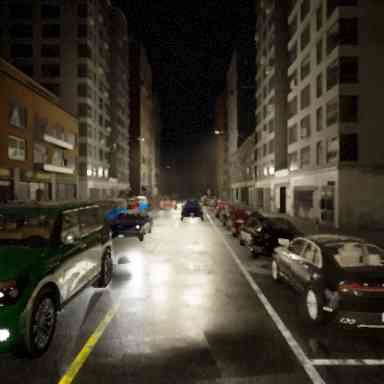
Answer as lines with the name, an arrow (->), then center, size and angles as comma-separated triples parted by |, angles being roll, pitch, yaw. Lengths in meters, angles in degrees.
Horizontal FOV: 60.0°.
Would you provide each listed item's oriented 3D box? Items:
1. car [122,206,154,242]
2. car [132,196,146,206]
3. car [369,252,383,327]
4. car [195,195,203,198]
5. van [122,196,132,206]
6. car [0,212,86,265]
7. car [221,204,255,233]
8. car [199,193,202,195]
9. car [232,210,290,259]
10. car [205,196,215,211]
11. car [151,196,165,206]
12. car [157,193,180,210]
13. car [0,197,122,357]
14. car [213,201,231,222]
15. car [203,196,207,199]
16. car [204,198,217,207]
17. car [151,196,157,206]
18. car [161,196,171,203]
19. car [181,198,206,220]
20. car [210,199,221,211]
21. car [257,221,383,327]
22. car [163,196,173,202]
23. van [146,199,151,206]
car -> -3.080, 1.608, 16.696 | 1.895, 1.301, 4.718 | 0, 0, 0
car -> -5.670, 1.324, 29.040 | 2.192, 1.841, 5.009 | 0, 0, 0
car -> 2.855, 1.441, 1.409 | 1.967, 1.590, 4.097 | 0, 0, 0
car -> 0.076, 1.499, 44.771 | 2.128, 1.511, 4.902 | 0, 0, 0
van -> -5.671, 1.350, 23.514 | 1.690, 1.788, 3.998 | 0, 0, 0
car -> -5.670, 1.557, 12.463 | 2.008, 1.369, 4.403 | 0, 0, 0
car -> 2.855, 1.552, 17.988 | 1.887, 1.381, 4.507 | 0, 0, 0
car -> 2.855, 1.527, 73.416 | 1.752, 1.417, 4.829 | 0, 0, 0
car -> 2.855, 1.572, 12.462 | 1.947, 1.339, 4.313 | 0, 0, 0
car -> 2.855, 1.558, 40.092 | 2.008, 1.369, 4.403 | 0, 0, 0
car -> -5.670, 1.443, 56.669 | 1.967, 1.590, 4.097 | 0, 0, 0
car -> -3.008, 1.357, 43.341 | 2.097, 1.767, 4.553 | 0, 0, 0
car -> -3.087, 1.225, 6.397 | 2.150, 2.045, 5.566 | 0, 0, 1
car -> 2.856, 1.559, 23.513 | 2.008, 1.369, 4.403 | 0, 0, 0
car -> 2.856, 1.557, 45.617 | 2.008, 1.369, 4.403 | 0, 0, 0
car -> 2.856, 1.586, 51.143 | 1.802, 1.307, 4.206 | 0, 0, 0
car -> -5.670, 1.530, 50.974 | 1.752, 1.417, 4.829 | 0, 0, 0
car -> -5.670, 1.527, 73.077 | 1.752, 1.417, 4.829 | 0, 0, 0
car -> 0.020, 1.534, 27.719 | 1.812, 1.442, 4.674 | 0, 0, 1
car -> 2.855, 1.591, 29.039 | 1.802, 1.307, 4.206 | 0, 0, 0
car -> 2.855, 1.555, 6.935 | 2.008, 1.369, 4.403 | 0, 0, 0
car -> -5.670, 1.553, 78.772 | 2.008, 1.369, 4.403 | 0, 0, 0
van -> -5.668, 1.350, 34.565 | 1.690, 1.788, 3.998 | 0, 0, 0
